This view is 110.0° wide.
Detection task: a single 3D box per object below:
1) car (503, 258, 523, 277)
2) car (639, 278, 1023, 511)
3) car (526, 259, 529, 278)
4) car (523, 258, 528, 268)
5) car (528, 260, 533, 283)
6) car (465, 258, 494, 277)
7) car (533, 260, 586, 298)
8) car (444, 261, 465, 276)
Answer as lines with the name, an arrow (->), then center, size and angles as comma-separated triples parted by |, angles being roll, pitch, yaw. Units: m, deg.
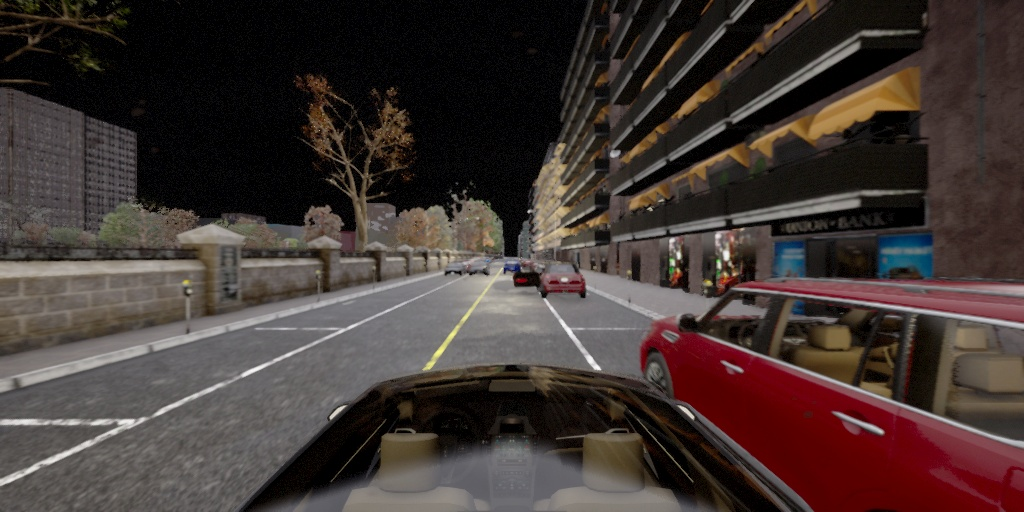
car -> 0.029, 1.192, 40.583 | 1.882, 1.535, 5.008 | 0, 0, 1
car -> 2.691, 1.064, 2.745 | 2.192, 1.841, 5.009 | 0, 0, 0
car -> 2.693, 1.263, 36.528 | 1.888, 1.381, 4.507 | 0, 0, 0
car -> 2.694, 1.296, 59.046 | 1.802, 1.307, 4.207 | 0, 0, 0
car -> 2.692, 1.273, 30.898 | 2.007, 1.370, 4.403 | 0, 0, 0
car -> -3.091, 1.226, 34.914 | 1.837, 1.490, 4.892 | 0, 0, 0
car -> 2.390, 1.086, 18.425 | 2.097, 1.767, 4.553 | 0, 0, 0
car -> -5.687, 1.284, 36.530 | 1.948, 1.339, 4.313 | 0, 0, 0
